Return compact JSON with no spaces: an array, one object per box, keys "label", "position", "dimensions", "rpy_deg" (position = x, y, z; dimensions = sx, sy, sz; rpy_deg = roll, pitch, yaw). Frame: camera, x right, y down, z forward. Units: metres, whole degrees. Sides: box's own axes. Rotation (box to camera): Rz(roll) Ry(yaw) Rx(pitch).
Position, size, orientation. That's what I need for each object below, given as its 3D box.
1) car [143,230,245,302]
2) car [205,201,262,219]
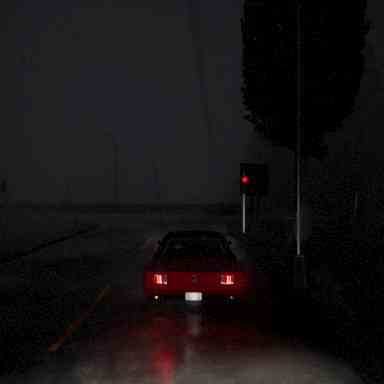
[{"label":"car","position":[0.062,1.601,8.235],"dimensions":[1.895,1.301,4.718],"rpy_deg":[0,0,1]},{"label":"car","position":[3.559,1.490,28.736],"dimensions":[4.902,1.511,2.128],"rpy_deg":[0,0,0]}]
